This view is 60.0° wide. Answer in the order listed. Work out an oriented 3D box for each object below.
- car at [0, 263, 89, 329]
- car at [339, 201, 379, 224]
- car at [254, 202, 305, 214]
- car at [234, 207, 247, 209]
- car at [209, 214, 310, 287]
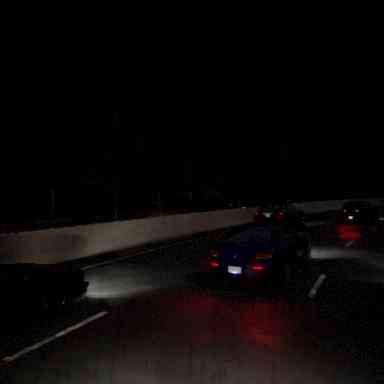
[{"bbox_3d":[-4.123,1.721,5.208,2.033,1.411,5.357,-2,-1,25],"label":"car"},{"bbox_3d":[12.079,1.413,23.963,1.837,1.490,4.892,-3,-1,40],"label":"car"},{"bbox_3d":[5.775,1.415,21.596,2.097,1.767,4.553,-2,-1,36],"label":"car"},{"bbox_3d":[6.908,1.620,44.155,4.553,1.767,2.097,-1,-1,-43],"label":"car"},{"bbox_3d":[2.064,1.567,9.466,1.812,1.442,4.674,-2,-1,29],"label":"car"}]
